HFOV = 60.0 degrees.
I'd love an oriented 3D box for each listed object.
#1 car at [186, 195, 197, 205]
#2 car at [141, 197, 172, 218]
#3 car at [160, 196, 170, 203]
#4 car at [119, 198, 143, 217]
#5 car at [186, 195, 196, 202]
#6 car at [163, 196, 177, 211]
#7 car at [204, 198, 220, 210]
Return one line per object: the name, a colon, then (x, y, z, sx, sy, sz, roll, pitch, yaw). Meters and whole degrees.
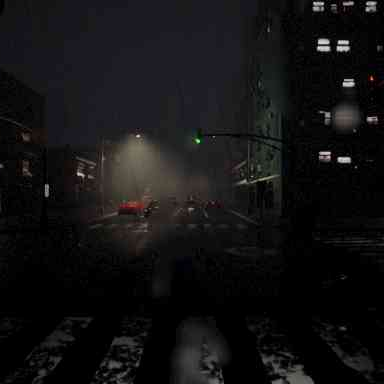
car: (-0.145, 1.575, 59.588, 2.033, 1.411, 5.357, 0, 0, 0)
car: (-3.165, 1.519, 30.411, 1.837, 1.490, 4.892, 0, 0, 0)
car: (-5.852, 1.616, 71.707, 1.802, 1.307, 4.206, 1, 0, 0)
car: (-5.831, 1.559, 31.904, 1.887, 1.381, 4.507, 1, 0, 0)
car: (-0.171, 1.405, 70.014, 2.033, 1.411, 5.357, 0, 0, 0)
car: (-3.186, 1.496, 40.469, 1.882, 1.535, 5.008, 0, 0, 0)
car: (2.600, 1.459, 43.355, 1.967, 1.590, 4.097, 1, 0, 0)
